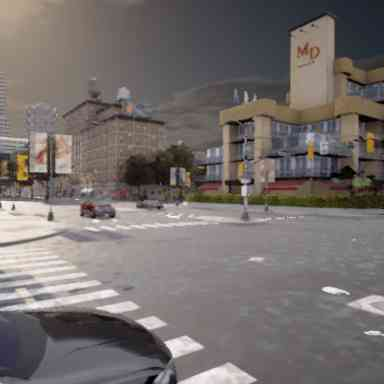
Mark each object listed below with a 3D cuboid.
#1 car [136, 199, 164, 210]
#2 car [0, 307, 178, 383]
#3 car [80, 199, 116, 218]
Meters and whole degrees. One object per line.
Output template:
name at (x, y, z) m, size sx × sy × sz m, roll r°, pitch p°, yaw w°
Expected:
car at (-5.930, 1.756, 46.919) m, size 2.033 × 1.411 × 5.357 m, roll 1°, pitch 0°, yaw -36°
car at (-2.338, 1.484, 2.082) m, size 4.902 × 1.511 × 2.128 m, roll 1°, pitch 0°, yaw -35°
car at (-8.756, 1.453, 30.918) m, size 2.097 × 1.767 × 4.553 m, roll 1°, pitch 0°, yaw -36°
